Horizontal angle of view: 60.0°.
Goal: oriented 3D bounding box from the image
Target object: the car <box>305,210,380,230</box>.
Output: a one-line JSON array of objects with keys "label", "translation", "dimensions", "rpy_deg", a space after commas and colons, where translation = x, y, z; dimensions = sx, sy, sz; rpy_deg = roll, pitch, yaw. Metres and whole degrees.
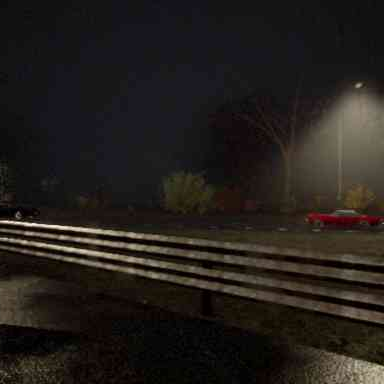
[{"label": "car", "translation": [10.494, 1.939, 23.616], "dimensions": [4.718, 1.301, 1.895], "rpy_deg": [0, 0, 14]}]

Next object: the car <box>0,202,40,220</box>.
[{"label": "car", "translation": [-16.277, 1.697, 30.150], "dimensions": [5.008, 1.535, 1.882], "rpy_deg": [0, 0, 14]}]
